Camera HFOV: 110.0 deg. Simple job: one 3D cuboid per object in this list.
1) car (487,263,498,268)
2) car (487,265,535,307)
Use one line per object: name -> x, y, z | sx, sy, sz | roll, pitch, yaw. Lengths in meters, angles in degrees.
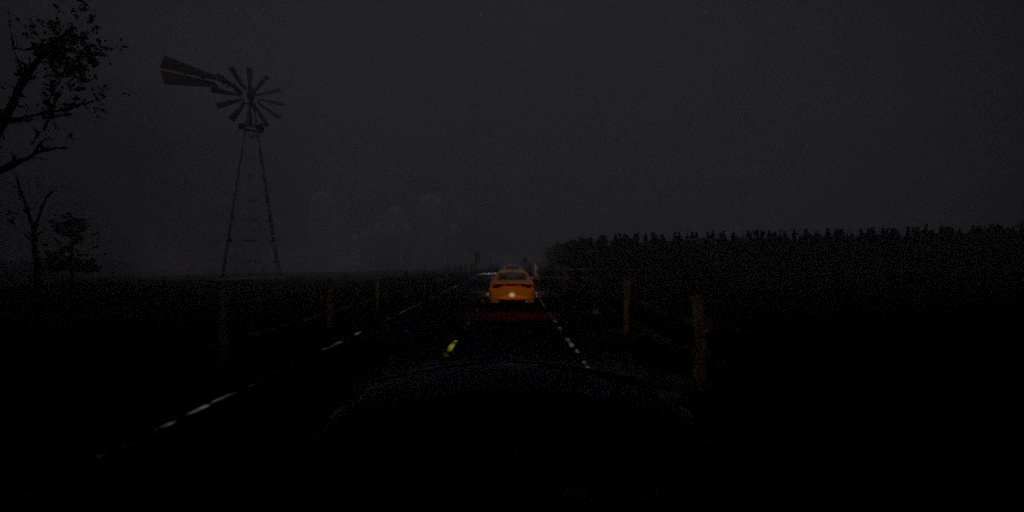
car -> -2.736, 1.800, 54.593 | 2.033, 1.411, 5.357 | 0, -1, 0
car -> 0.012, 1.363, 16.319 | 1.882, 1.535, 5.008 | 0, 0, 0
